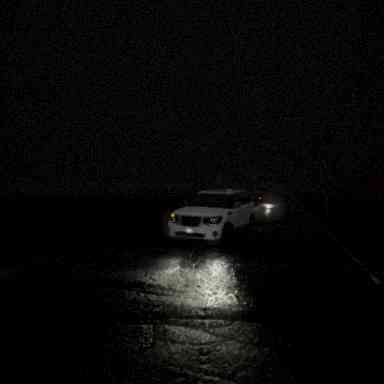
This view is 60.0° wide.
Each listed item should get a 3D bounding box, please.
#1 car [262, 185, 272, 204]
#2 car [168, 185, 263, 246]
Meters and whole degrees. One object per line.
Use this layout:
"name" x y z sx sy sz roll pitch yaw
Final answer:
"car" 8.030 0.237 38.612 2.150 2.045 5.566 0 2 15
"car" 1.107 0.904 14.029 2.150 2.045 5.566 2 2 26
